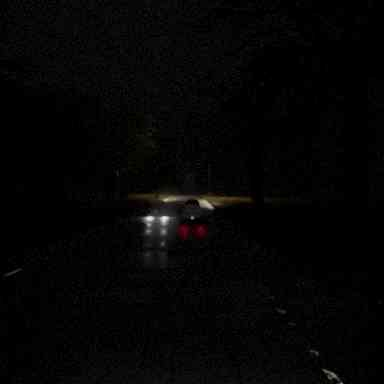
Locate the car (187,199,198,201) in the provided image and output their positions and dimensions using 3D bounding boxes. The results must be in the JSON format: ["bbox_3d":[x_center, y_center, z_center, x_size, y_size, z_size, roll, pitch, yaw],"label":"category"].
[{"bbox_3d":[0.068,1.669,44.204,1.837,1.490,4.892,0,1,0],"label":"car"}]

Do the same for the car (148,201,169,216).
[{"bbox_3d":[-3.546,1.720,35.630,1.837,1.490,4.892,0,0,1],"label":"car"}]

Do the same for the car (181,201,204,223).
[{"bbox_3d":[0.047,1.747,27.818,1.812,1.442,4.674,0,0,0],"label":"car"}]
